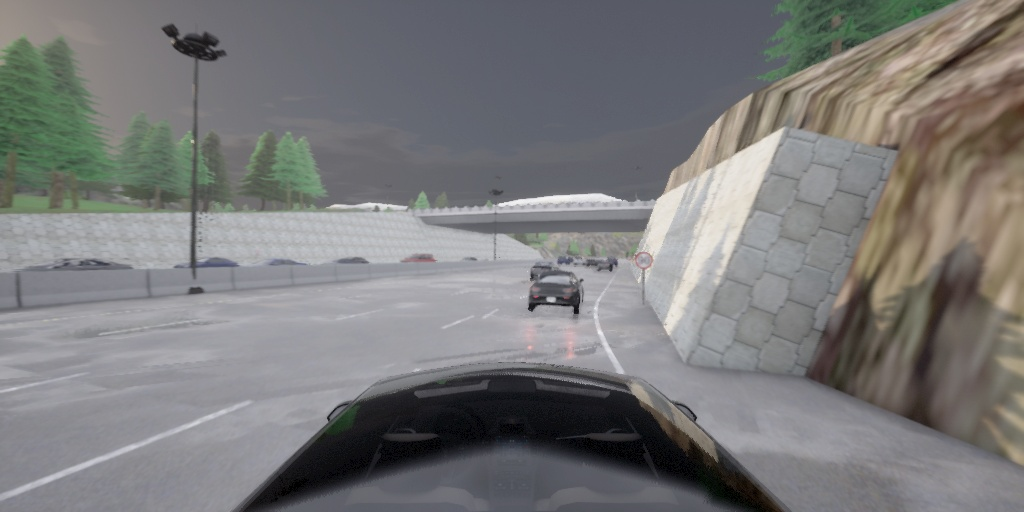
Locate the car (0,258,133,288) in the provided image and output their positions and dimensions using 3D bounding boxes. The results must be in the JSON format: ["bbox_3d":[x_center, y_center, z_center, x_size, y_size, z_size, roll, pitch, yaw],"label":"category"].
[{"bbox_3d":[-23.019,0.857,18.624,2.128,1.511,4.902,1,0,18],"label":"car"}]

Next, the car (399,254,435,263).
[{"bbox_3d":[-11.393,0.718,43.318,2.150,2.045,5.566,1,0,18],"label":"car"}]

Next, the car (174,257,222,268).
[{"bbox_3d":[-26.344,0.816,31.153,1.812,1.442,4.674,1,0,18],"label":"car"}]

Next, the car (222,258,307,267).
[{"bbox_3d":[-17.118,0.920,25.557,1.882,1.535,5.008,1,0,18],"label":"car"}]

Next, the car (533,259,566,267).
[{"bbox_3d":[2.834,1.230,29.804,2.128,1.511,4.902,1,0,18],"label":"car"}]

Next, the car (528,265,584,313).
[{"bbox_3d":[1.813,1.279,14.119,1.812,1.442,4.674,1,0,13],"label":"car"}]

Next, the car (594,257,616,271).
[{"bbox_3d":[13.222,1.349,50.716,2.128,1.511,4.902,1,0,18],"label":"car"}]

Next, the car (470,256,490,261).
[{"bbox_3d":[-5.096,1.080,62.679,1.812,1.442,4.674,1,0,18],"label":"car"}]

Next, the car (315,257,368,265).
[{"bbox_3d":[-17.440,0.965,35.991,2.033,1.411,5.357,1,0,18],"label":"car"}]
